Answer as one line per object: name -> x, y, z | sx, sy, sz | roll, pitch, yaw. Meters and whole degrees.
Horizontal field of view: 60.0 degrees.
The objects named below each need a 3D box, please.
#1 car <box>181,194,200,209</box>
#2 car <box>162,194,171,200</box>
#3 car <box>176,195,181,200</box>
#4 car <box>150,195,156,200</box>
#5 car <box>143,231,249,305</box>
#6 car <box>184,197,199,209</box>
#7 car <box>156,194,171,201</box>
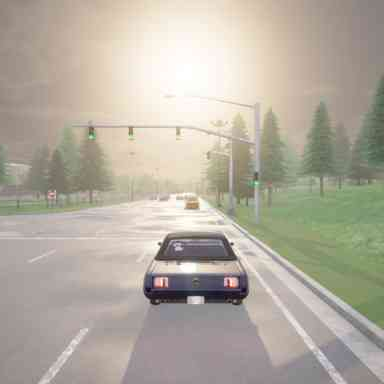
car -> -0.085, 1.096, 46.152 | 1.882, 1.535, 5.008 | -3, 16, -4
car -> -6.871, 1.372, 90.741 | 2.033, 1.411, 5.357 | 0, 0, 0
car -> -3.370, 1.552, 91.149 | 1.994, 1.385, 4.181 | 0, 0, 0
car -> -10.370, 1.539, 91.159 | 2.033, 1.411, 5.357 | 0, 0, 0
car -> 0.090, 1.601, 8.024 | 1.895, 1.301, 4.718 | 0, 0, 0
car -> -0.028, 1.576, 49.692 | 2.033, 1.411, 5.357 | 0, 1, 2
car -> -6.886, 1.531, 80.321 | 2.033, 1.411, 5.357 | 0, 0, 0
